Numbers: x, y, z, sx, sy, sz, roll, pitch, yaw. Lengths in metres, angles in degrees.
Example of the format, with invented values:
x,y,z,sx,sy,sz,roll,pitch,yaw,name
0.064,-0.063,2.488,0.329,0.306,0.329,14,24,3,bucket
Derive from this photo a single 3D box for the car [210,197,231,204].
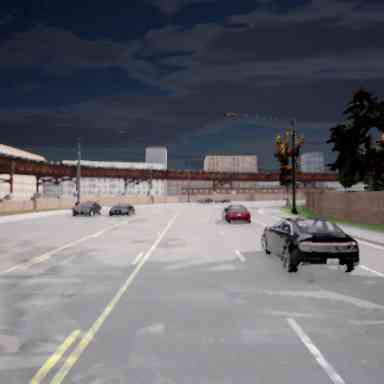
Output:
x,y,z,sx,sy,sz,roll,pitch,yaw,name
6.694,1.873,72.534,1.812,1.442,4.674,-1,-1,40,car

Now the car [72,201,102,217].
x,y,z,sx,sy,sz,roll,pitch,yaw,name
-10.466,1.698,33.458,1.837,1.490,4.892,0,0,1,car

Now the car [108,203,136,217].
x,y,z,sx,sy,sz,roll,pitch,yaw,name
-6.965,1.757,33.434,1.994,1.385,4.181,0,0,2,car

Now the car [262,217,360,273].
x,y,z,sx,sy,sz,roll,pitch,yaw,name
3.595,1.563,10.903,2.128,1.511,4.902,0,0,0,car

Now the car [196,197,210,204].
x,y,z,sx,sy,sz,roll,pitch,yaw,name
2.841,1.912,73.333,1.837,1.490,4.892,-1,-1,37,car

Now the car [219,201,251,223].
x,y,z,sx,sy,sz,roll,pitch,yaw,name
3.596,1.725,27.486,1.994,1.385,4.181,0,0,0,car
